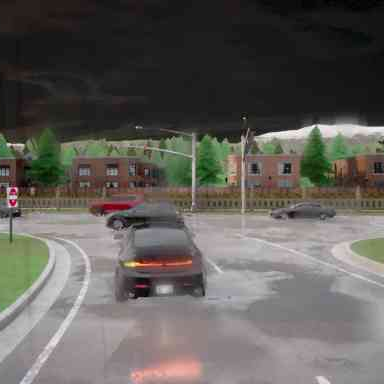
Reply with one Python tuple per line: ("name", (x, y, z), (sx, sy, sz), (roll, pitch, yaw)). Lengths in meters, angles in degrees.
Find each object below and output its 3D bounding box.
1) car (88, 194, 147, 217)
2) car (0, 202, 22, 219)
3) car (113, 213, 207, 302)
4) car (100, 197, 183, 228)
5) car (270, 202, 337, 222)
("car", (-6.681, 1.221, 30.793), (5.566, 2.045, 2.150), (0, 0, 6))
("car", (-16.795, 1.564, 28.335), (4.181, 1.385, 1.994), (0, 0, 6))
("car", (-0.885, 1.505, 8.386), (1.837, 1.490, 4.892), (0, 0, -9))
("car", (-2.735, 1.352, 19.822), (4.553, 1.767, 2.097), (0, 0, 6))
("car", (8.511, 1.491, 25.680), (4.902, 1.511, 2.128), (0, 0, 6))
